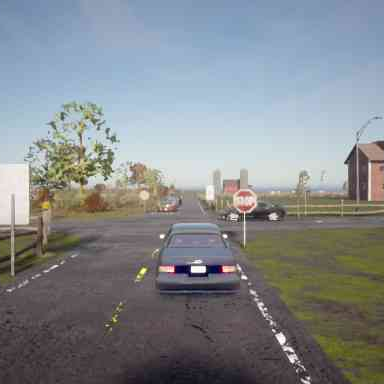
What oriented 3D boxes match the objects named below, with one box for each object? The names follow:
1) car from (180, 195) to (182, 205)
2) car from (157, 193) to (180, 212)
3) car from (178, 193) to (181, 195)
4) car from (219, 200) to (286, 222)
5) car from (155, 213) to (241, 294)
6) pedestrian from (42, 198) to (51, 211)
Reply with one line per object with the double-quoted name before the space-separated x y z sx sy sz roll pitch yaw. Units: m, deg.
"car" -2.882 1.522 48.847 1.812 1.442 4.674 0 0 1
"car" -2.881 1.349 38.797 2.097 1.767 4.553 0 0 0
"car" -2.880 1.217 59.147 2.150 2.045 5.566 0 0 0
"car" 4.443 1.409 24.607 4.892 1.490 1.837 0 0 0
"car" 0.067 1.546 8.955 2.033 1.411 5.357 0 0 -1
"pedestrian" -12.183 1.412 27.744 0.375 1.860 0.375 0 1 0
